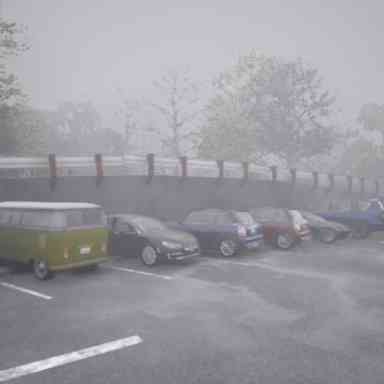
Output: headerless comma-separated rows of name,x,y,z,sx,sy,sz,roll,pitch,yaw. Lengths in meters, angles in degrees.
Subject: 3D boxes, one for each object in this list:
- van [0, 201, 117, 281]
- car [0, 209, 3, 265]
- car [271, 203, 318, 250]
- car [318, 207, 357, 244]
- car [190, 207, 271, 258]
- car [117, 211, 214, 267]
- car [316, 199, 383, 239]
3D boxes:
van,-4.556,1.281,9.900,4.442,1.987,1.878,-1,-1,34
car,-6.943,1.350,8.107,4.553,1.767,2.185,-1,-1,34
car,2.949,1.469,15.075,4.553,1.767,2.185,-1,-1,34
car,5.413,1.654,16.826,4.792,1.488,2.163,-1,-1,35
car,0.487,1.439,13.311,4.553,1.767,2.185,-1,-1,35
car,-2.000,1.537,11.594,4.892,1.521,2.231,-1,-1,34
car,7.825,1.403,18.619,5.566,2.045,2.435,-1,-1,34
